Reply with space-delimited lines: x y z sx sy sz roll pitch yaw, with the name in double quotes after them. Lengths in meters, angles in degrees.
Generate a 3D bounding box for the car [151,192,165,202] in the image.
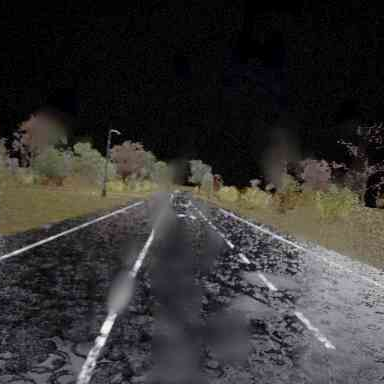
-5.216 0.685 51.278 1.882 1.535 5.008 5 1 -3 "car"
